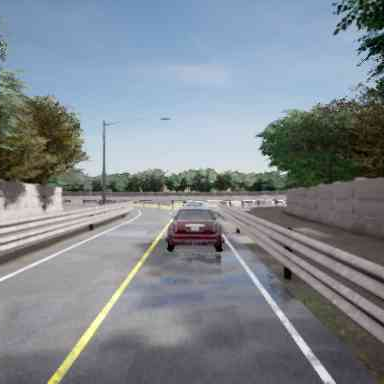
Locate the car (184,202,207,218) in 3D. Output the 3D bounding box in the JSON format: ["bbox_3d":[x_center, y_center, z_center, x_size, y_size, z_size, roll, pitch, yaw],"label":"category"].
[{"bbox_3d":[0.447,1.750,34.083,1.994,1.385,4.181,3,-1,4],"label":"car"}]

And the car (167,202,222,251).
[{"bbox_3d":[0.109,1.375,14.419,2.097,1.767,4.553,1,0,0],"label":"car"}]
